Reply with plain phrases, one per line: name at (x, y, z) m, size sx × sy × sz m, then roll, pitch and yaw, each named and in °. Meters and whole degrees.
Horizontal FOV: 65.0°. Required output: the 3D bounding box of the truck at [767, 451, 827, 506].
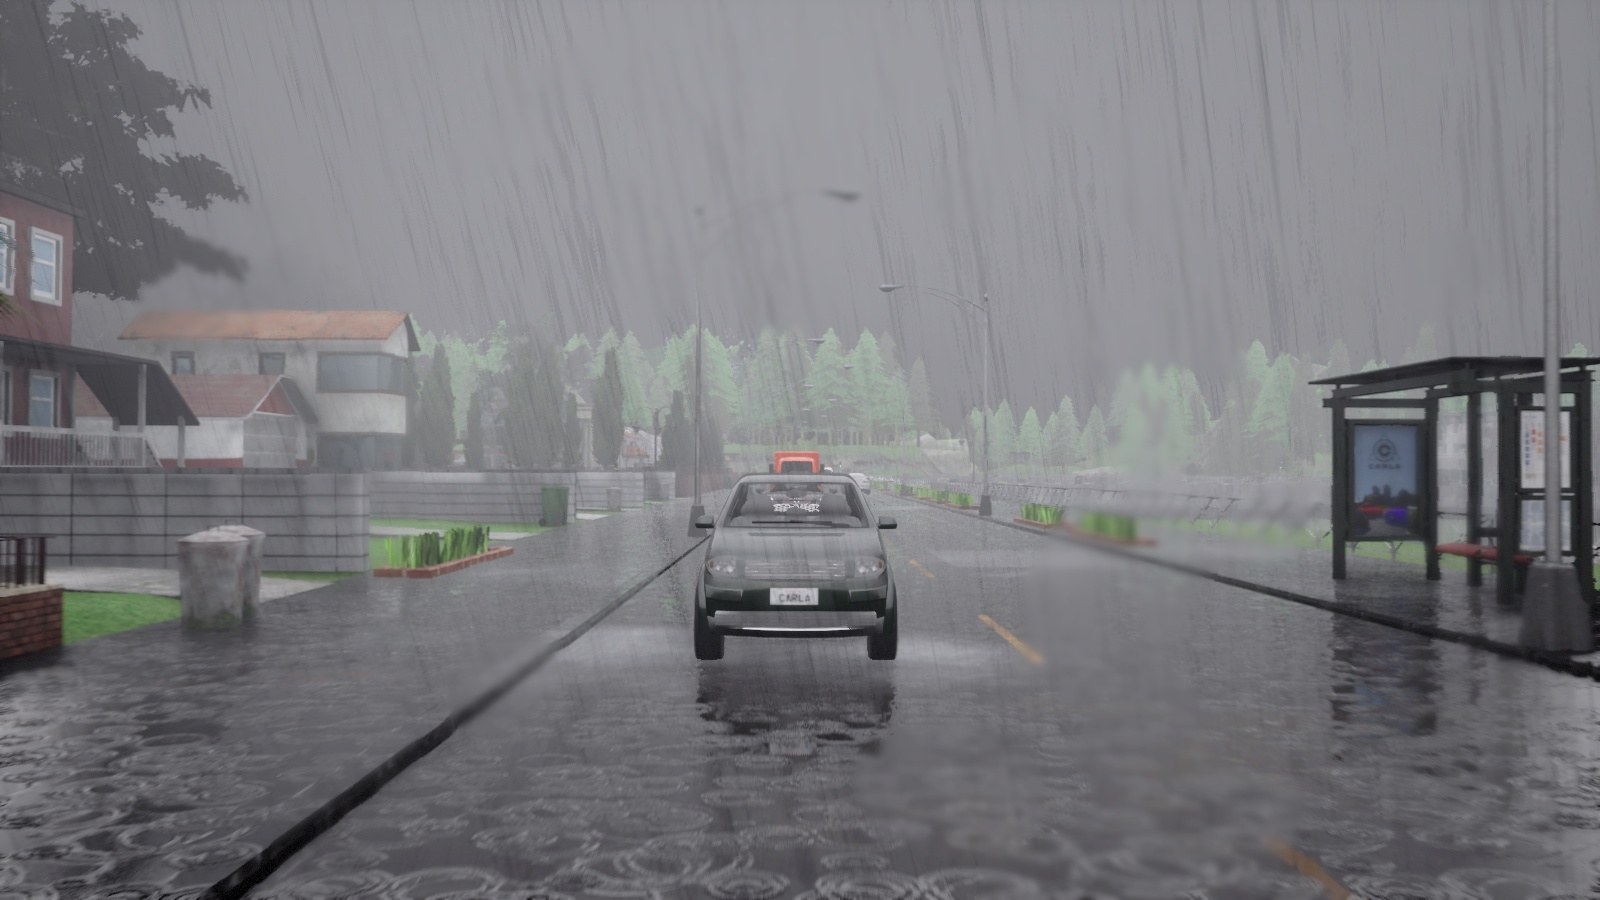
truck at (-0.140, 1.310, 58.651) m, size 2.627 × 2.467 × 5.204 m, roll 0°, pitch -1°, yaw 0°

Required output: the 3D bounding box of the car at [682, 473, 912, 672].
car at (-0.028, 0.989, 11.665) m, size 1.789 × 1.549 × 3.705 m, roll 0°, pitch -1°, yaw 0°

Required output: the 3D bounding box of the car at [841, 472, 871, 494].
car at (3.798, 2.266, 86.042) m, size 1.812 × 1.442 × 4.674 m, roll 0°, pitch -1°, yaw 0°
